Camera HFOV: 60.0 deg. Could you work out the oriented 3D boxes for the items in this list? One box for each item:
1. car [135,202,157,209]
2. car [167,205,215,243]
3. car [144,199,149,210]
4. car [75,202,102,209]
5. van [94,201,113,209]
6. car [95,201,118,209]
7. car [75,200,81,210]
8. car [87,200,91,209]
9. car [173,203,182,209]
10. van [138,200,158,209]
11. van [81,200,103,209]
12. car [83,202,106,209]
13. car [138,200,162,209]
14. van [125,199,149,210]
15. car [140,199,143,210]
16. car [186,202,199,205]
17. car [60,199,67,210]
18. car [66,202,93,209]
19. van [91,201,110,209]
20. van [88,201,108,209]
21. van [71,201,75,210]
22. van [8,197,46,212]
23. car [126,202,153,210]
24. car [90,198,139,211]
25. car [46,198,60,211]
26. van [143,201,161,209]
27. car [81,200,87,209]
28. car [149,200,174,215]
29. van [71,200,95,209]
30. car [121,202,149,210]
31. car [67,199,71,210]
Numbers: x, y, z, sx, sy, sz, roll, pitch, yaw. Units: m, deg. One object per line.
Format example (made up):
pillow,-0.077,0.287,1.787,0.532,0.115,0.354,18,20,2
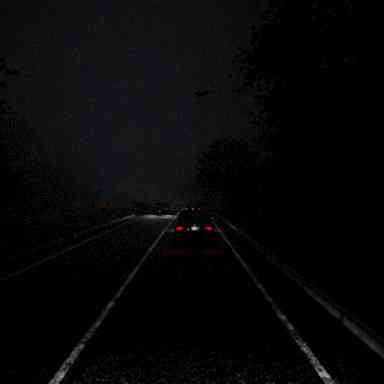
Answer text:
car,-10.349,3.080,74.568,4.674,1.452,2.002,0,-2,0
car,0.094,1.573,16.312,2.033,1.411,5.357,0,0,0
car,-10.322,2.049,55.160,5.566,2.045,2.435,0,-2,0
car,-23.242,3.043,74.741,5.366,1.575,1.946,0,-2,0
van,-23.541,3.447,88.443,4.442,1.987,1.878,0,-3,0
car,-23.396,3.571,91.211,5.566,2.045,2.435,0,-3,0
car,-23.397,2.393,60.903,4.553,1.767,2.185,0,-2,0
car,-23.423,2.730,66.436,5.008,1.535,2.097,0,-2,0
car,-3.280,3.227,77.715,1.895,1.301,4.718,0,-3,0
van,-10.230,2.920,77.352,4.442,1.987,1.878,0,-2,0
van,-23.309,2.926,77.516,4.442,1.987,1.878,0,-2,0
car,-23.431,3.257,80.276,5.008,1.535,2.097,0,-2,0
car,-10.374,3.120,82.885,5.566,2.045,2.435,0,-3,0
van,-10.465,2.391,63.481,4.442,1.987,1.878,0,-2,0
car,-10.357,2.098,49.605,5.008,1.535,2.097,0,-2,0
car,0.087,1.815,35.580,2.033,1.411,5.357,0,-1,0
car,-23.245,2.201,52.597,5.366,1.575,1.946,0,-2,0
car,-23.421,2.836,69.204,4.892,1.521,2.231,0,-2,0
van,-23.541,3.304,85.802,4.442,1.987,1.878,0,-3,0
van,-23.309,3.147,82.903,4.442,1.987,1.878,0,-3,0
van,-23.546,2.188,58.139,4.442,1.987,1.878,0,-2,0
van,-23.549,1.786,46.947,4.442,1.987,1.878,0,-2,0
car,-10.353,2.722,66.247,5.008,1.535,2.097,0,-2,0
car,-10.166,1.924,44.067,5.366,1.575,1.946,0,-2,0
car,-23.458,1.854,49.838,5.566,2.045,2.435,0,-2,0
van,-10.228,3.296,85.656,4.442,1.987,1.878,0,-3,0
car,-23.423,2.619,63.542,5.008,1.535,2.097,0,-2,0
car,-3.357,1.807,37.214,1.837,1.490,4.892,0,-1,0
van,-23.544,2.715,71.980,4.442,1.987,1.878,0,-2,0
car,-10.352,2.551,60.697,4.674,1.452,2.002,0,-2,0
car,-23.423,2.309,55.362,4.892,1.521,2.231,0,-2,0
